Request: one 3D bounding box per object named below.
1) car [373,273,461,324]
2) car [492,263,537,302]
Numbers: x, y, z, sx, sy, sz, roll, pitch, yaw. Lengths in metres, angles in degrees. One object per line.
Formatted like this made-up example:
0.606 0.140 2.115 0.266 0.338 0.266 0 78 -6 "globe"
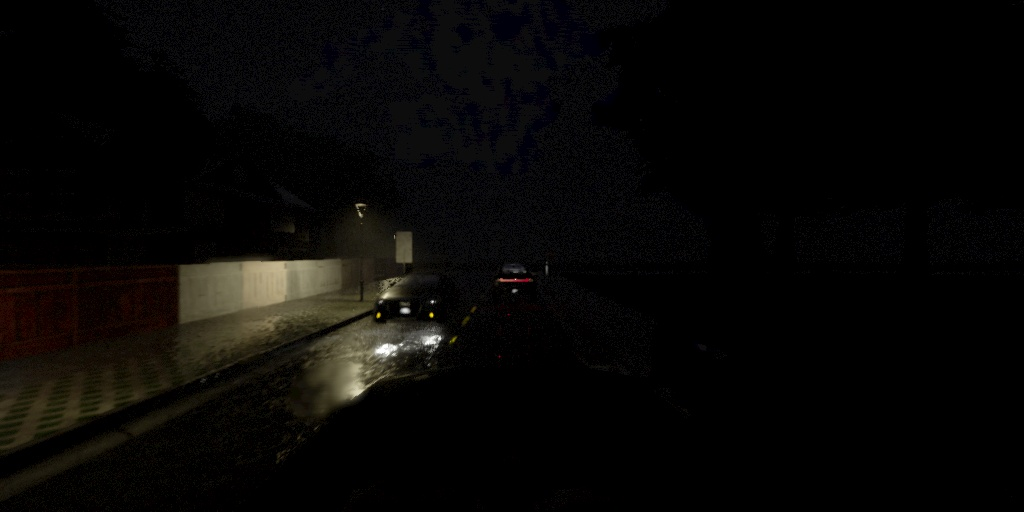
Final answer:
-2.836 1.243 11.498 1.994 1.385 4.181 0 0 0 "car"
0.094 1.136 16.314 2.128 1.511 4.902 0 0 0 "car"
